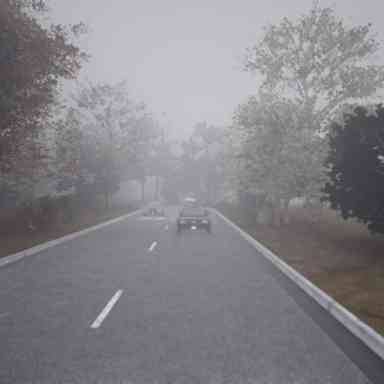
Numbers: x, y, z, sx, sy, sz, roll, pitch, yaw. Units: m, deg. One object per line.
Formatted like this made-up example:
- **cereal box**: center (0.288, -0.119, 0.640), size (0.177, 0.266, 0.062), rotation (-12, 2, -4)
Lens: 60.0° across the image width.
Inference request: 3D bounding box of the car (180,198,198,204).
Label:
- **car**: center (-0.455, 1.477, 42.668), size (1.882, 1.535, 5.008), rotation (1, 0, -9)

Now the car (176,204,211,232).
- **car**: center (0.100, 1.608, 19.909), size (1.895, 1.301, 4.718), rotation (0, 0, 0)

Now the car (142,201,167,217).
- **car**: center (-3.385, 1.563, 30.722), size (1.994, 1.385, 4.181), rotation (0, 0, 0)
